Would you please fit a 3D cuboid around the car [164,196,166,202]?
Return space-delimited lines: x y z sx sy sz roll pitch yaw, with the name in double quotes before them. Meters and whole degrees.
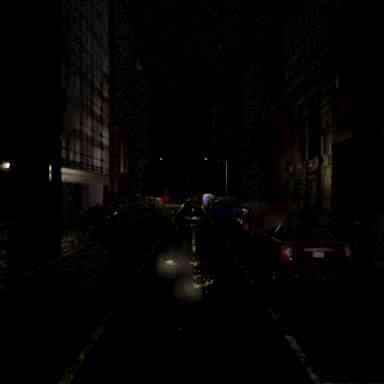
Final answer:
"car" -5.686 1.559 54.613 1.802 1.307 4.206 0 0 0

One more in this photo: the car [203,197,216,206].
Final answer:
"car" 2.839 1.521 54.618 1.887 1.381 4.507 0 0 0

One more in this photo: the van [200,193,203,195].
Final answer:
"van" 2.836 1.316 60.266 1.690 1.788 3.998 0 0 0

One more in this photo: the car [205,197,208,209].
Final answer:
"car" 2.843 1.527 37.672 1.887 1.381 4.507 0 0 0

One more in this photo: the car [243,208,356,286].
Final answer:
"car" 2.849 1.435 9.429 1.967 1.590 4.097 0 0 0

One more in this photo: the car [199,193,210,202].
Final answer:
"car" 2.833 1.280 77.212 2.192 1.841 5.009 0 0 0

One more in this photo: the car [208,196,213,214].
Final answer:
"car" 2.844 1.425 32.024 1.967 1.590 4.097 0 0 0

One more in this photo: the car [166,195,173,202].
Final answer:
"car" -5.690 1.514 71.560 1.887 1.381 4.507 0 0 0

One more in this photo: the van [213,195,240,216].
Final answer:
"van" 2.845 1.328 26.375 1.690 1.788 3.998 0 0 0

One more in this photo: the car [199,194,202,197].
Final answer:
"car" 0.087 1.485 48.813 1.837 1.490 4.892 0 0 0

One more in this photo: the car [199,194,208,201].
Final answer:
"car" 2.833 1.399 82.861 1.967 1.590 4.097 0 0 0

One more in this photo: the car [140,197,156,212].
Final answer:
"car" -5.682 1.533 37.666 2.008 1.369 4.403 0 0 0

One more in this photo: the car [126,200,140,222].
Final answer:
"car" -5.679 1.532 26.369 1.887 1.381 4.507 0 0 0

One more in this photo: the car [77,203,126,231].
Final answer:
"car" -5.677 1.556 20.720 1.947 1.339 4.313 0 0 0

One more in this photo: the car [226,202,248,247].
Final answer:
"car" 2.848 1.432 15.078 1.967 1.590 4.097 0 0 0

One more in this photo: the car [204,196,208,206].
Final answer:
"car" 2.842 1.546 43.321 1.947 1.339 4.313 0 0 0

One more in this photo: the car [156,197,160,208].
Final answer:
"car" -5.684 1.421 43.315 1.967 1.590 4.097 0 0 0

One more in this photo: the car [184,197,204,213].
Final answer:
"car" 0.093 1.584 37.160 1.895 1.301 4.718 0 0 0

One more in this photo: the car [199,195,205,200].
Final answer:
"car" 2.831 1.524 94.159 1.802 1.307 4.206 0 0 0

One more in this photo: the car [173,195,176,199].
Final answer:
"car" -5.692 1.541 82.858 1.802 1.307 4.206 0 0 0

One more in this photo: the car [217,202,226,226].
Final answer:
"car" 2.847 1.534 20.726 1.887 1.381 4.507 0 0 0

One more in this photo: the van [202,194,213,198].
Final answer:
"van" 2.839 1.319 48.969 1.690 1.788 3.998 0 0 0

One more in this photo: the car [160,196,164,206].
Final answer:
"car" -5.685 1.529 48.964 2.008 1.369 4.403 0 0 0
